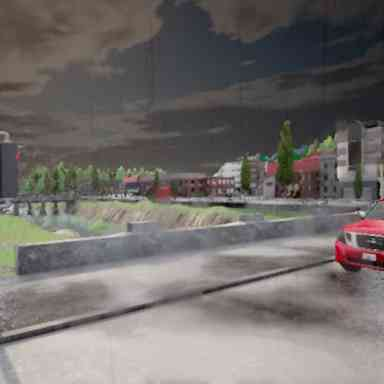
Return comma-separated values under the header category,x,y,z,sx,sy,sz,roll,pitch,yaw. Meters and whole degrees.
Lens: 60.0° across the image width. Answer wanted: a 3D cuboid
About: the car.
category,x,y,z,sx,sy,sz,roll,pitch,yaw
car,6.328,1.126,9.376,5.566,2.045,2.150,-1,0,-37
